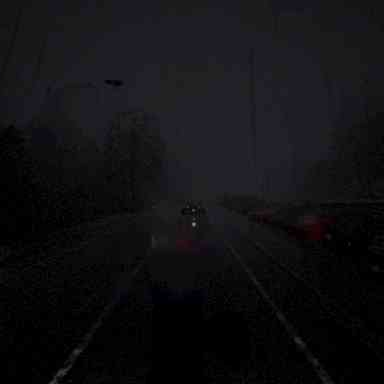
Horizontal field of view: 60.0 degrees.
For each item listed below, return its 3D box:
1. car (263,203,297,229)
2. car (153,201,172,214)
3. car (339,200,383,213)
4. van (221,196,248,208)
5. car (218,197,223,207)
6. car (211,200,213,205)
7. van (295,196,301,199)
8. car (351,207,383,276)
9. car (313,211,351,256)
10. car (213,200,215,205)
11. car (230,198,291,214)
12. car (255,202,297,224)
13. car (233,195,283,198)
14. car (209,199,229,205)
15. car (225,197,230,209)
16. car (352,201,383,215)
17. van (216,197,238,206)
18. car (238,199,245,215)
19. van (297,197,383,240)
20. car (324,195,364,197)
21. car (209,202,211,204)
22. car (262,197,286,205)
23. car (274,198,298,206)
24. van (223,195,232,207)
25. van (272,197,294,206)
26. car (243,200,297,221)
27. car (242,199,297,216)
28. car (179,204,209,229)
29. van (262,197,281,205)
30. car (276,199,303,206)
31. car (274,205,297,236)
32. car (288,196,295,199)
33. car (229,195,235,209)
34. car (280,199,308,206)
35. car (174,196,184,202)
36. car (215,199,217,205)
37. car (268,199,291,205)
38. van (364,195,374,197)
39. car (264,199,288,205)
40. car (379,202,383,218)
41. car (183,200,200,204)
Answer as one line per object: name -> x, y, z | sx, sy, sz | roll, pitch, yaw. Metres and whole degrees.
car -> 6.995, 1.605, 19.712 | 4.792, 1.488, 2.163 | 0, 0, 0
car -> -3.272, 1.722, 37.875 | 1.812, 1.442, 4.674 | 0, -1, 0
car -> 20.193, 1.688, 38.955 | 5.008, 1.535, 2.097 | 0, 0, 0
van -> 7.084, 1.643, 55.787 | 4.442, 1.987, 1.878 | 0, -1, 0
car -> 7.202, 1.510, 50.251 | 5.566, 2.045, 2.435 | 0, 0, 0
car -> 7.326, 2.329, 75.208 | 4.792, 1.488, 2.163 | 0, -1, 0
van -> 20.163, 1.635, 55.561 | 4.442, 1.987, 1.878 | 0, -1, 0
car -> 7.001, 1.385, 8.611 | 4.553, 1.767, 2.185 | 0, 0, 0
car -> 7.013, 1.555, 11.383 | 4.792, 1.488, 2.163 | 0, 0, 0
car -> 7.261, 2.115, 66.883 | 5.008, 1.535, 2.097 | 0, -1, 0
car -> 6.907, 1.657, 33.594 | 5.366, 1.575, 1.946 | 0, 0, 0
car -> 7.009, 1.622, 22.488 | 4.792, 1.488, 2.163 | 0, 0, 0
car -> 7.075, 1.551, 36.370 | 4.553, 1.767, 2.185 | 0, 0, 0
car -> 7.179, 2.653, 89.071 | 5.366, 1.575, 1.946 | 0, -2, 0
car -> 7.128, 1.711, 41.921 | 5.008, 1.535, 2.097 | 0, 0, 0
car -> 20.183, 1.712, 36.184 | 4.674, 1.452, 2.002 | 0, 0, 0
van -> 7.386, 1.951, 69.663 | 4.442, 1.987, 1.878 | 0, -1, 0
car -> 7.073, 1.644, 30.817 | 4.892, 1.521, 2.231 | 0, 0, 0
van -> 7.114, 1.316, 14.161 | 4.442, 1.987, 1.878 | 0, 0, 0
car -> 20.184, 1.455, 41.851 | 5.566, 2.045, 2.435 | 0, 0, 0
car -> 7.282, 2.110, 77.990 | 5.566, 2.045, 2.435 | 0, -1, 0
car -> 20.443, 2.231, 83.251 | 5.566, 2.045, 2.435 | 0, -2, 0
car -> 20.330, 2.104, 72.175 | 4.553, 1.767, 2.185 | 0, -1, 0
van -> 7.044, 1.519, 47.475 | 4.442, 1.987, 1.878 | 0, 0, 0
van -> 20.492, 2.065, 74.945 | 4.442, 1.987, 1.878 | 0, -1, 0
car -> 6.866, 1.607, 25.266 | 5.366, 1.575, 1.946 | 0, 0, 0
car -> 7.072, 1.627, 28.041 | 4.892, 1.521, 2.231 | 0, 0, 0
car -> 0.125, 1.697, 22.579 | 1.895, 1.301, 4.718 | 0, 0, 0
van -> 20.547, 2.338, 86.141 | 4.442, 1.987, 1.878 | 0, -2, 0
car -> 20.343, 2.170, 69.527 | 5.008, 1.535, 2.097 | 0, -1, 0
car -> 6.982, 1.588, 16.936 | 4.792, 1.488, 2.163 | 0, 0, 0
car -> 20.109, 1.919, 58.323 | 5.366, 1.575, 1.946 | 0, -1, 0
car -> 7.088, 1.568, 39.146 | 4.553, 1.767, 2.185 | 0, 0, 0
car -> 20.329, 2.106, 66.632 | 5.008, 1.535, 2.097 | 0, -1, 0
car -> -3.014, 1.833, 79.136 | 2.150, 2.045, 5.566 | 0, -1, 0
car -> 7.198, 2.022, 61.333 | 4.792, 1.488, 2.163 | 0, -1, 0
car -> 20.382, 2.353, 77.711 | 4.892, 1.521, 2.231 | 0, -1, 0
van -> 20.289, 1.430, 33.541 | 4.442, 1.987, 1.878 | 0, 0, 0
car -> 20.217, 2.412, 80.479 | 5.366, 1.575, 1.946 | 0, -1, 0
car -> 20.161, 1.679, 30.769 | 4.674, 1.452, 2.002 | 0, 0, 0
car -> 0.178, 1.815, 39.789 | 1.895, 1.301, 4.718 | 0, -1, 0
